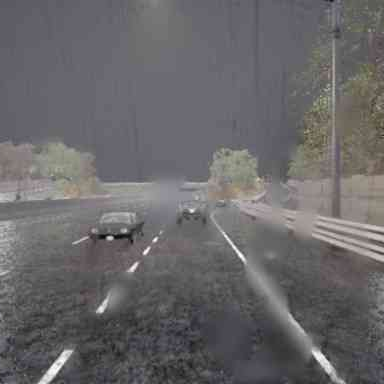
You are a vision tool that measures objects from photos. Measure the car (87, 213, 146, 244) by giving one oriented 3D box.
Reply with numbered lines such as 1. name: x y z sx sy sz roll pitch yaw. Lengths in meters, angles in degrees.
1. car: -3.406 1.639 16.022 1.895 1.301 4.718 0 0 0

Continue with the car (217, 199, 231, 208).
1. car: 5.352 1.996 57.273 1.812 1.442 4.674 0 -1 20

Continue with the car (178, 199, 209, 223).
1. car: 0.022 1.414 25.929 2.097 1.767 4.553 0 0 1

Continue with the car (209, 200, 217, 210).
1. car: 1.581 1.630 43.448 2.128 1.511 4.902 0 -1 11
